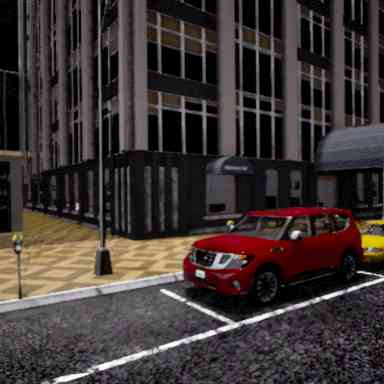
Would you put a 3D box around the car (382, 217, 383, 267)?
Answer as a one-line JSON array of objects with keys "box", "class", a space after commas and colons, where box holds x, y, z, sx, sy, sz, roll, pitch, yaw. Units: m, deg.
[{"box": [6.588, 1.556, 11.272, 4.829, 1.417, 1.752, 0, -1, -35], "class": "car"}]

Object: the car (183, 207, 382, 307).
[{"box": [2.218, 1.332, 8.159, 5.009, 1.841, 2.192, 0, -1, -35], "class": "car"}]
